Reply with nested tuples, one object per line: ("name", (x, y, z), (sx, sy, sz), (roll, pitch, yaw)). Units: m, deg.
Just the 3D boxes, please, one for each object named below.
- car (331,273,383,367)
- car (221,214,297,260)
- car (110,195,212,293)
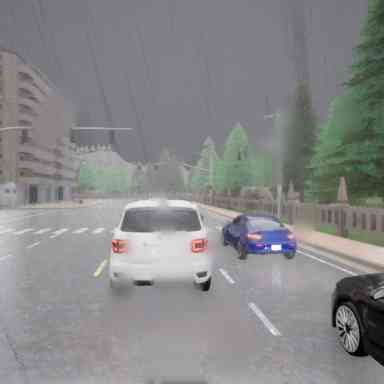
("car", (3.117, 1.492, 3.177), (2.128, 1.511, 4.902), (0, 0, -3))
("car", (2.333, 1.526, 12.404), (1.812, 1.442, 4.674), (0, 0, -6))
("car", (-0.809, 1.221, 9.042), (2.150, 2.045, 5.566), (0, 0, -5))
